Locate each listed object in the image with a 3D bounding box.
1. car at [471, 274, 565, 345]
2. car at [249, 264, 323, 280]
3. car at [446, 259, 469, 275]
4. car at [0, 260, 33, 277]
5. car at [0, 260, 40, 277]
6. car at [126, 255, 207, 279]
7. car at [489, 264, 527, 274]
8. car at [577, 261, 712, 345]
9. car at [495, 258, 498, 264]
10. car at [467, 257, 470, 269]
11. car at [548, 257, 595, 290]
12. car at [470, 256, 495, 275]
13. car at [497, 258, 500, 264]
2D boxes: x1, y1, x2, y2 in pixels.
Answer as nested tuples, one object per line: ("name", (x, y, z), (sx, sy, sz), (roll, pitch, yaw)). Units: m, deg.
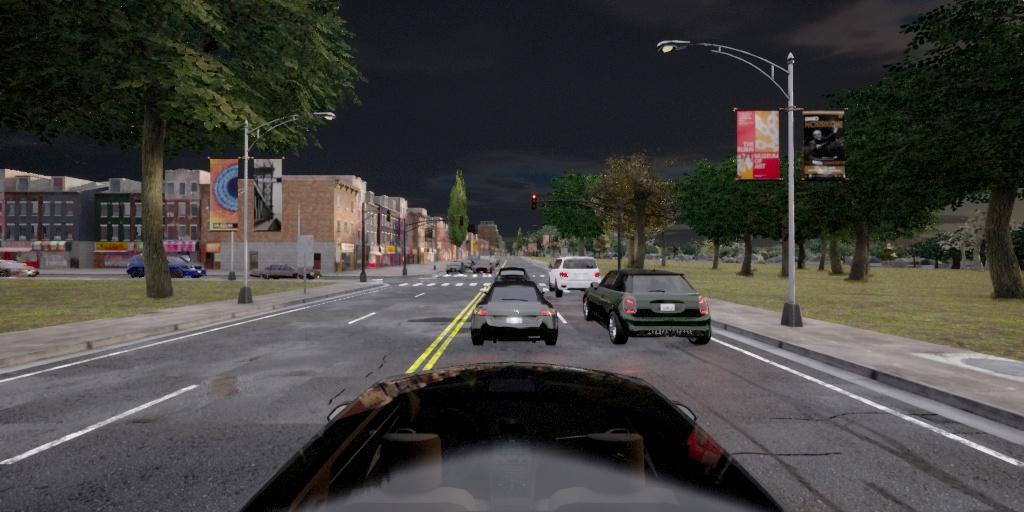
("car", (0.061, 1.332, 9.539), (1.994, 1.385, 4.181), (0, 0, 0))
("car", (-19.426, 1.383, 30.929), (5.357, 1.411, 2.033), (1, 0, -3))
("car", (-6.670, 1.381, 42.715), (1.837, 1.490, 4.892), (0, 0, 0))
("car", (-48.963, 1.118, 33.837), (5.008, 1.535, 1.882), (0, 0, 0))
("car", (-43.944, 1.169, 30.971), (4.674, 1.442, 1.812), (0, 0, 1))
("car", (-29.758, 0.958, 30.962), (5.566, 2.045, 2.150), (1, 0, 0))
("car", (0.014, 1.331, 18.451), (1.837, 1.490, 4.892), (0, 0, 0))
("car", (3.313, 1.121, 9.736), (2.097, 1.767, 4.553), (0, 0, 0))
("car", (-3.436, 1.421, 52.589), (1.895, 1.301, 4.718), (0, 0, 0))
("car", (-6.686, 1.321, 53.321), (1.837, 1.490, 4.892), (0, 0, 0))
("car", (3.264, 1.054, 19.449), (2.150, 2.045, 5.566), (0, 0, 0))
("car", (-3.421, 1.227, 42.314), (2.097, 1.767, 4.553), (0, 0, 0))
("car", (-3.425, 1.207, 63.189), (1.882, 1.535, 5.008), (0, 0, 0))
